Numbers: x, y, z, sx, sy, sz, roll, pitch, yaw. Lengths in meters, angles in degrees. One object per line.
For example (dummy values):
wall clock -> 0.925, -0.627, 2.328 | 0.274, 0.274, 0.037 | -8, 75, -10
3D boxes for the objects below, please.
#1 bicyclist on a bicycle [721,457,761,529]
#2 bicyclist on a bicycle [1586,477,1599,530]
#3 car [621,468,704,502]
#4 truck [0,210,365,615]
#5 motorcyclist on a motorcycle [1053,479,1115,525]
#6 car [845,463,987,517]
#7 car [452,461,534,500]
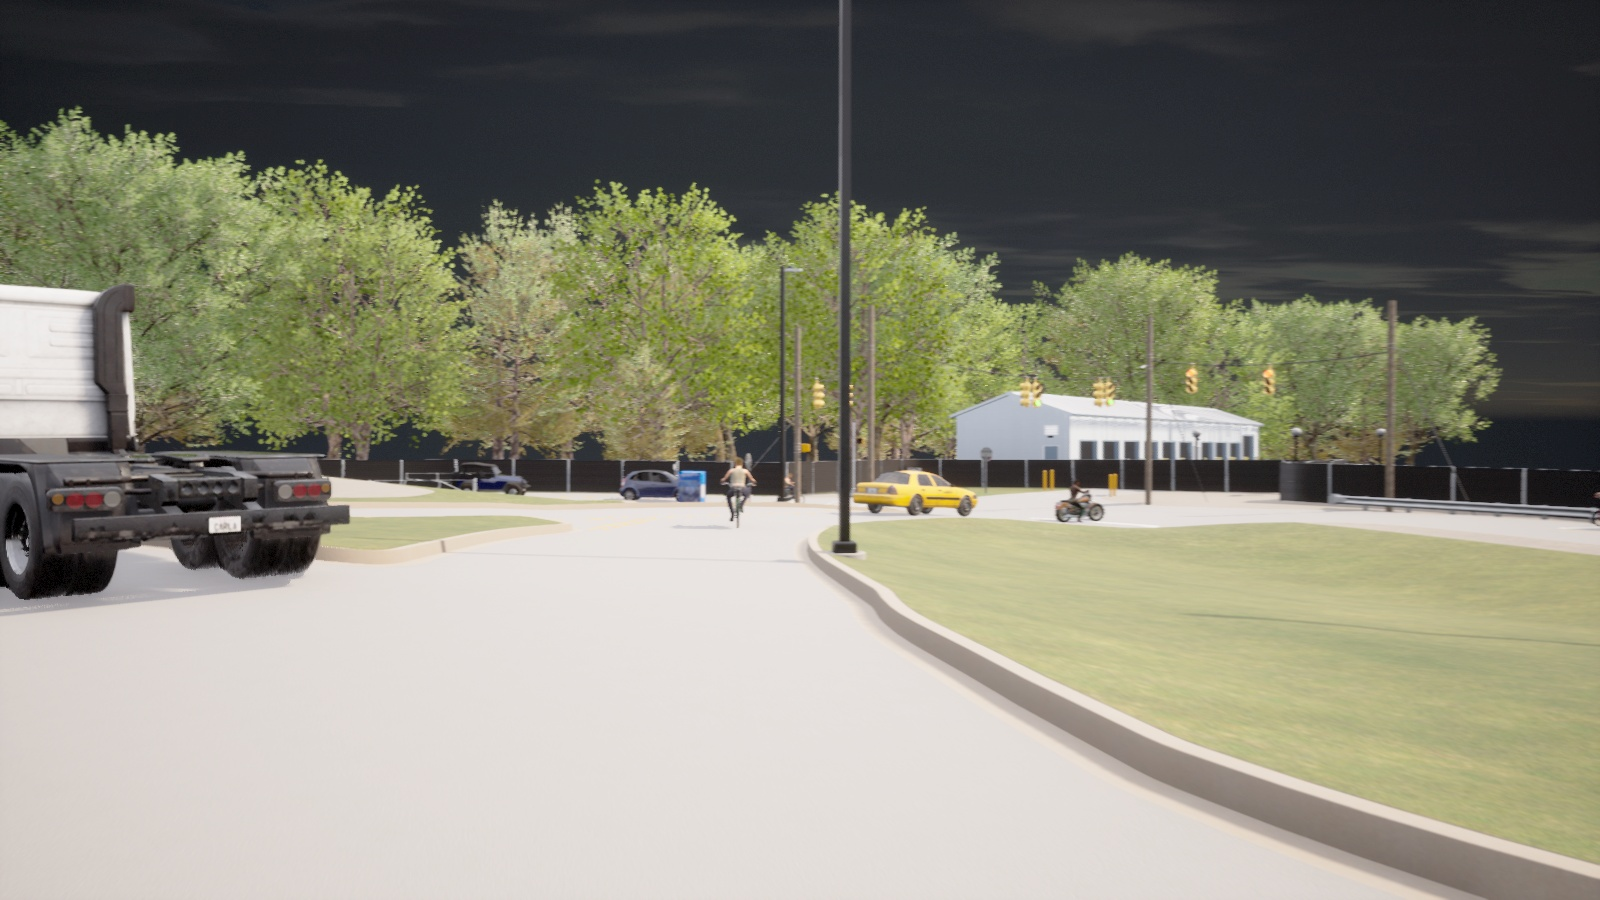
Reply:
bicyclist on a bicycle -> -1.342, 0.970, 28.787 | 0.866, 1.612, 1.509 | 1, -1, -2
bicyclist on a bicycle -> 25.079, 1.664, 38.529 | 0.866, 1.612, 1.509 | -1, 0, -9
car -> -7.082, 1.796, 64.954 | 3.988, 1.617, 1.851 | 1, 2, 5
truck -> -8.419, -0.409, 14.435 | 7.936, 3.462, 2.891 | 1, 2, 41
motorcyclist on a motorcycle -> 10.584, 1.916, 46.794 | 2.350, 1.649, 0.766 | 1, 1, -31
car -> 3.901, 1.344, 41.283 | 1.801, 1.575, 5.366 | 1, -2, 41
car -> -15.888, 1.565, 65.186 | 3.866, 1.878, 1.905 | 1, 1, -4
